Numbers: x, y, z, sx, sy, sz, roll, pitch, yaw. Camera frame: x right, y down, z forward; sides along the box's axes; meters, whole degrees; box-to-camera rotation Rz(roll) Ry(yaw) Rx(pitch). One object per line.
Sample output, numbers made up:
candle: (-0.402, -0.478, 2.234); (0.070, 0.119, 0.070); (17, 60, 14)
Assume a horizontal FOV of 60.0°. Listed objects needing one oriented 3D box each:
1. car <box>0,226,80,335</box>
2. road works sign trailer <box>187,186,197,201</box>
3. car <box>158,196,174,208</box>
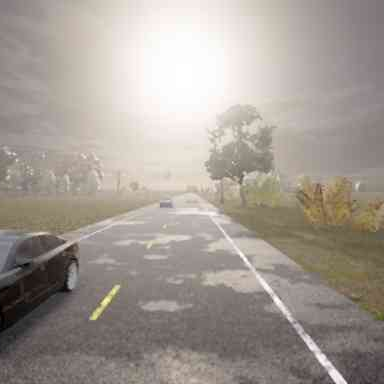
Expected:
car: (-3.601, 1.464, 5.965); (1.882, 1.535, 5.008); (0, 0, 0)
road works sign trailer: (0.000, 0.341, 76.591); (2.380, 3.560, 2.880); (0, 0, 0)
car: (-3.583, 1.413, 46.595); (1.837, 1.490, 4.892); (0, 1, 0)
